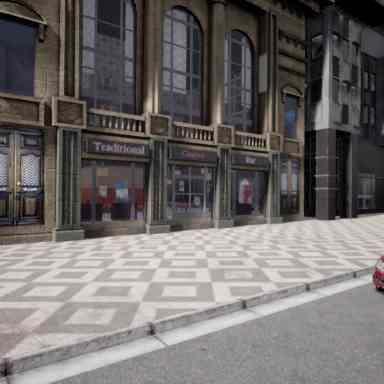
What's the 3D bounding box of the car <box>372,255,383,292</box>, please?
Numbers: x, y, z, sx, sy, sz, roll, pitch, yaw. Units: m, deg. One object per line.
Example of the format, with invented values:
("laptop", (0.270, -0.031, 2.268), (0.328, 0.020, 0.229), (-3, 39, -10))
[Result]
("car", (6.071, 1.528, 7.708), (4.674, 1.442, 1.812), (0, 0, -35))
